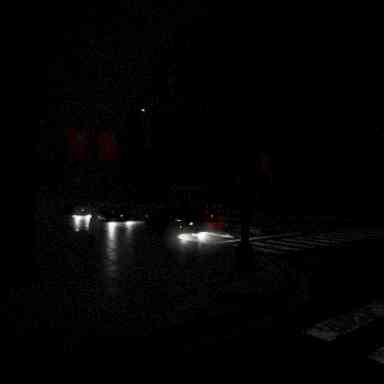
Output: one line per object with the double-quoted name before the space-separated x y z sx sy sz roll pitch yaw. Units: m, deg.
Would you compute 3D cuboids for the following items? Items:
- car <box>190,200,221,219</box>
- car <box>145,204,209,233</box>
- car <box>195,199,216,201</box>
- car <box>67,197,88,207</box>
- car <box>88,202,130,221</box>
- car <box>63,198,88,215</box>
"car" 0.396 1.694 29.598 1.895 1.301 4.718 0 0 -36
"car" -1.207 1.619 20.347 1.994 1.385 4.181 0 0 -36
"car" 0.960 1.465 34.382 2.097 1.767 4.553 0 0 -36
"car" -19.866 1.715 57.782 2.128 1.511 4.902 0 0 -36
"car" -6.944 1.619 28.334 1.812 1.442 4.674 0 0 -36
"car" -12.712 1.622 36.369 2.128 1.511 4.902 0 0 -35
